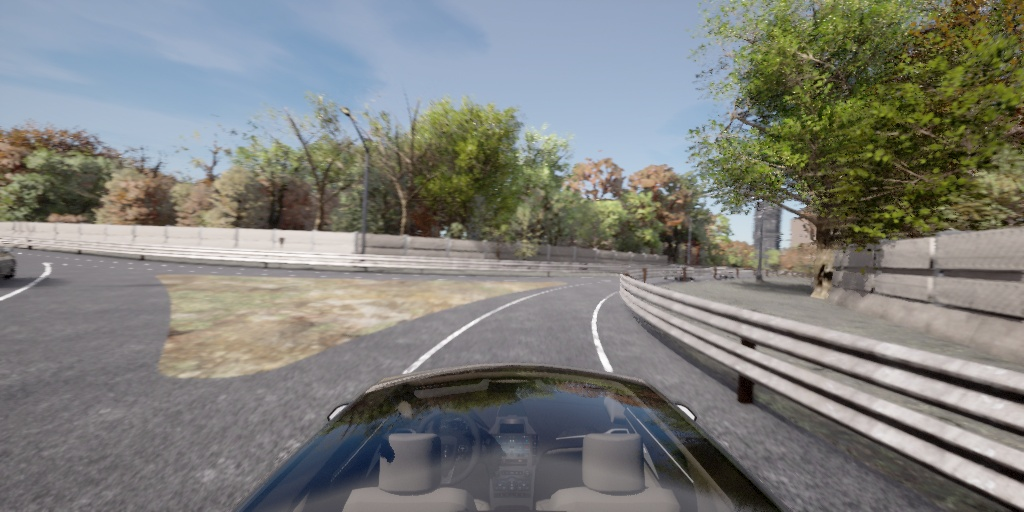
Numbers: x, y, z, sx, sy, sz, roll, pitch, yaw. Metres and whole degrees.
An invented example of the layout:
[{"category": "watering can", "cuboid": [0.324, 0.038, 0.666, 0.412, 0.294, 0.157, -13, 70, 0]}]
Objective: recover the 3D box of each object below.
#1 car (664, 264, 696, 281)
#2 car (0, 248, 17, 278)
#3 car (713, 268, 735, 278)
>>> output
[{"category": "car", "cuboid": [18.597, 1.735, 39.634, 4.553, 1.767, 2.097, 2, 0, -45]}, {"category": "car", "cuboid": [-20.201, 0.072, 13.107, 4.553, 1.767, 2.097, 3, 1, 42]}, {"category": "car", "cuboid": [30.288, 2.387, 51.336, 4.674, 1.442, 1.812, 2, 1, -45]}]
